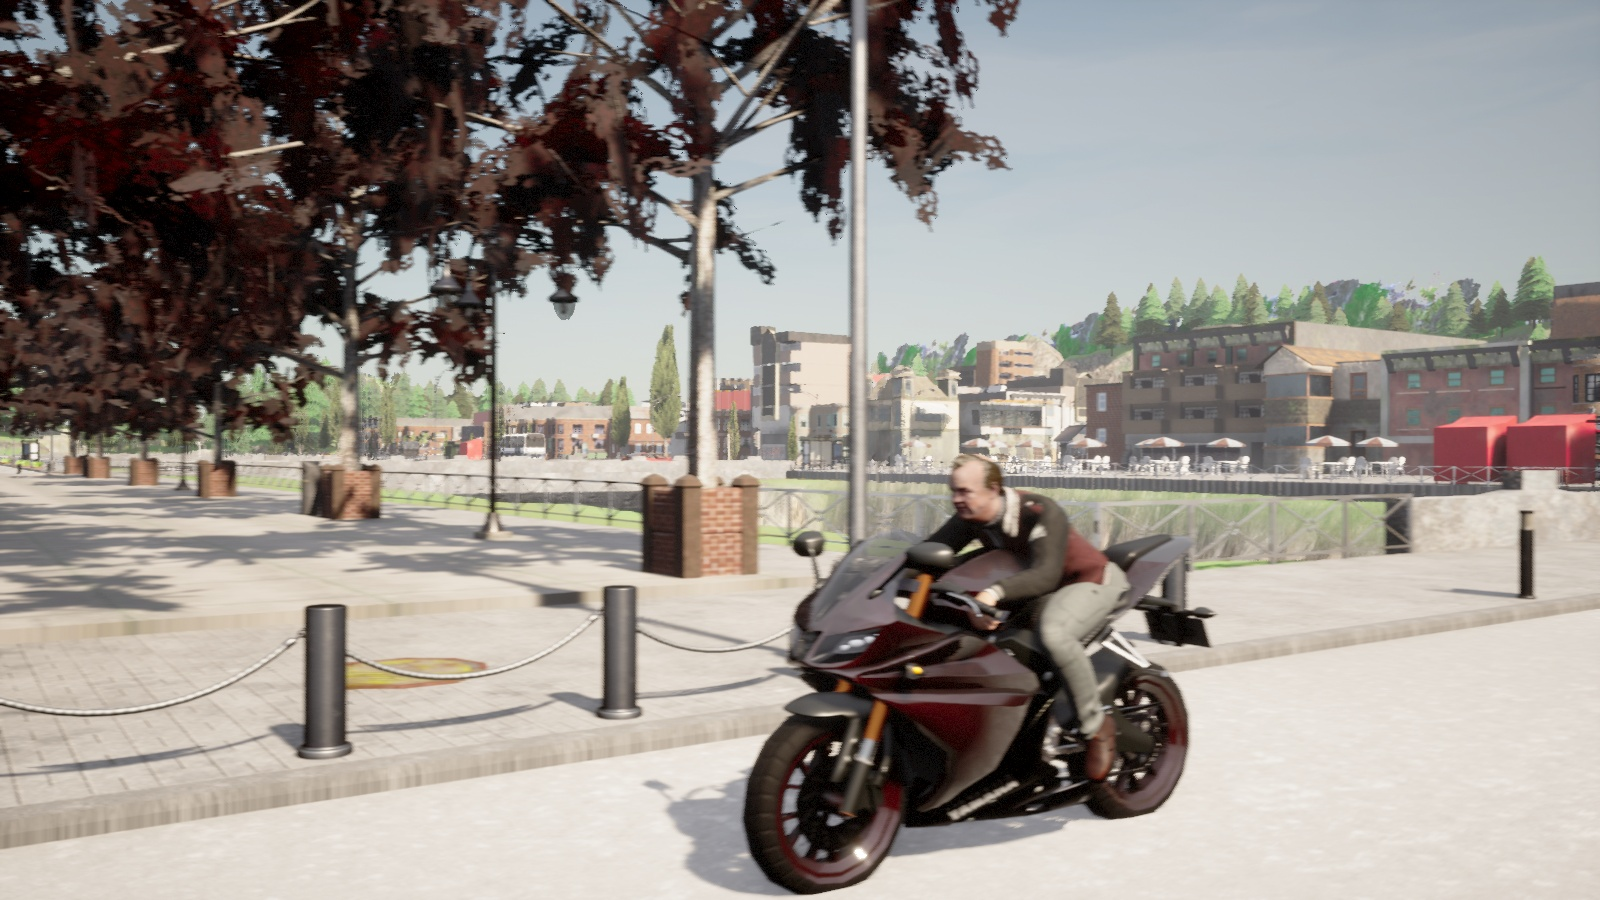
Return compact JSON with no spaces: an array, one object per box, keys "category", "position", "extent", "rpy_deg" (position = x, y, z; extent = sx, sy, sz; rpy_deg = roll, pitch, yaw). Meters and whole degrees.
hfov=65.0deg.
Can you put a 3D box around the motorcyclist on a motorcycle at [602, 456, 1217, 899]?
[{"category":"motorcyclist on a motorcycle","position":[0.465,0.791,4.591],"extent":[2.191,1.530,0.866],"rpy_deg":[0,0,-35]}]
